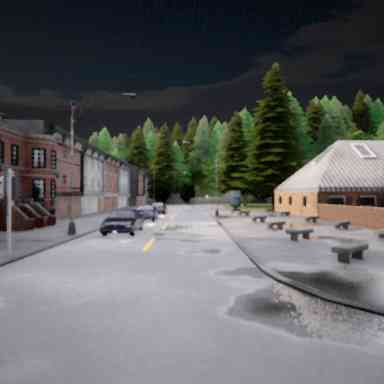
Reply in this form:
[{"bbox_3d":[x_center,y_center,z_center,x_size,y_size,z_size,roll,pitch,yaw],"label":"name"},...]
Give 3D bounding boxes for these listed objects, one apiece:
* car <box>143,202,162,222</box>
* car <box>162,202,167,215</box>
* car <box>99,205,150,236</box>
[{"bbox_3d":[-4.080,1.841,29.882,1.812,1.442,4.674,0,-1,0],"label":"car"},{"bbox_3d":[-4.045,1.948,40.167,1.812,1.442,4.674,0,-1,1],"label":"car"},{"bbox_3d":[-4.082,1.761,20.269,2.033,1.411,5.357,0,-1,0],"label":"car"}]
